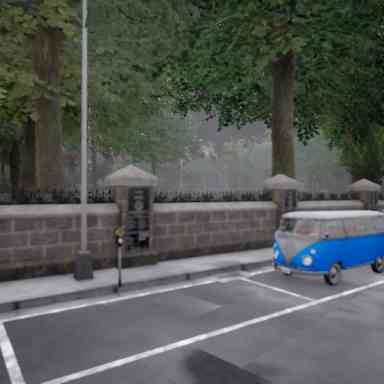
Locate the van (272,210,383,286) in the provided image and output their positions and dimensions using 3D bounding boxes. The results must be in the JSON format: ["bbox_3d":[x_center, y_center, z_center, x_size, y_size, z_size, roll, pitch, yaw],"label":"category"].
[{"bbox_3d":[4.013,1.420,9.396,3.998,1.788,1.690,1,-1,-35],"label":"van"}]
